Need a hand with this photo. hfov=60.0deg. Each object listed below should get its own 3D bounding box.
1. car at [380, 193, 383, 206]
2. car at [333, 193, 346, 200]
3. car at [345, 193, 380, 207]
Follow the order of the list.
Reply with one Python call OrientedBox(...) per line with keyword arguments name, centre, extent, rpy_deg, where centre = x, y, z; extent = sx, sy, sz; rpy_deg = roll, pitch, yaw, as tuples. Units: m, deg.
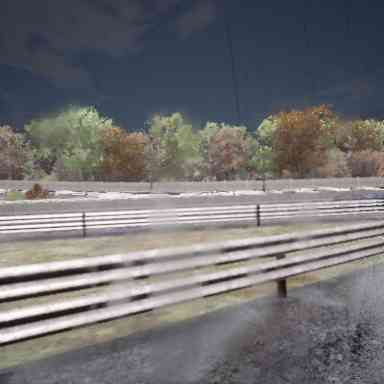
OrientedBox(name="car", centre=(18.780, 0.830, 28.329), extent=(4.181, 1.385, 1.994), rpy_deg=(-2, 1, -12))
OrientedBox(name="car", centre=(17.084, 0.777, 35.123), extent=(4.181, 1.385, 1.994), rpy_deg=(-2, 1, -12))
OrientedBox(name="car", centre=(17.921, 0.787, 31.724), extent=(5.357, 1.411, 2.033), rpy_deg=(-2, 1, -12))
